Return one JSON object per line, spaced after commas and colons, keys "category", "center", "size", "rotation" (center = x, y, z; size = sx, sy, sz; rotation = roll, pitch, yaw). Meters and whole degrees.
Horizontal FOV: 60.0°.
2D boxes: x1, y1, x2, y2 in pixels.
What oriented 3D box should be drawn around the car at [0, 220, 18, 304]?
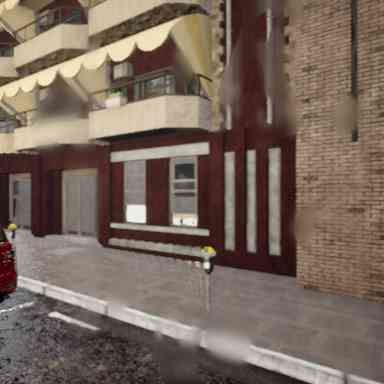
{"category": "car", "center": [-5.456, 1.264, 6.620], "size": [5.009, 1.841, 2.192], "rotation": [0, 0, 35]}
